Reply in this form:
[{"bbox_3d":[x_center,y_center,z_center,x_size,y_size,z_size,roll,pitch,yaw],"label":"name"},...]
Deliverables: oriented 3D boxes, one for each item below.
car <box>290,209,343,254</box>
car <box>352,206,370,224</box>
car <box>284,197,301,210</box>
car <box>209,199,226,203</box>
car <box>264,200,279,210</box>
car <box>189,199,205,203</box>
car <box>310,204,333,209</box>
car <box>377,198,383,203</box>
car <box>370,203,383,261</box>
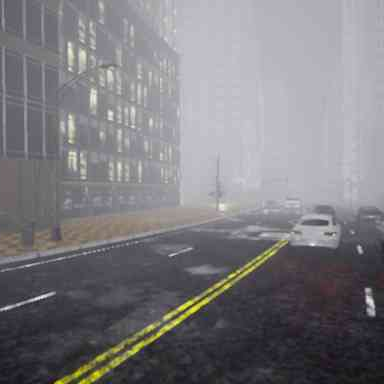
[{"bbox_3d":[5.333,1.668,14.200,1.812,1.442,4.674,0,0,24],"label":"car"},{"bbox_3d":[13.982,1.811,26.535,1.994,1.385,4.181,0,-1,21],"label":"car"},{"bbox_3d":[15.540,1.728,51.318,2.150,2.045,5.566,0,-1,19],"label":"car"},{"bbox_3d":[6.622,2.339,85.624,4.313,1.339,1.947,0,0,20],"label":"car"},{"bbox_3d":[12.634,2.061,52.855,1.812,1.442,4.674,0,-1,19],"label":"car"},{"bbox_3d":[1.277,2.347,87.561,4.206,1.307,1.802,0,0,20],"label":"car"},{"bbox_3d":[10.977,1.778,27.777,1.837,1.490,4.892,0,0,21],"label":"car"},{"bbox_3d":[43.352,2.139,72.722,5.009,1.841,2.192,0,0,20],"label":"car"},{"bbox_3d":[8.071,1.468,12.373,2.097,1.767,4.553,0,-1,25],"label":"car"}]
